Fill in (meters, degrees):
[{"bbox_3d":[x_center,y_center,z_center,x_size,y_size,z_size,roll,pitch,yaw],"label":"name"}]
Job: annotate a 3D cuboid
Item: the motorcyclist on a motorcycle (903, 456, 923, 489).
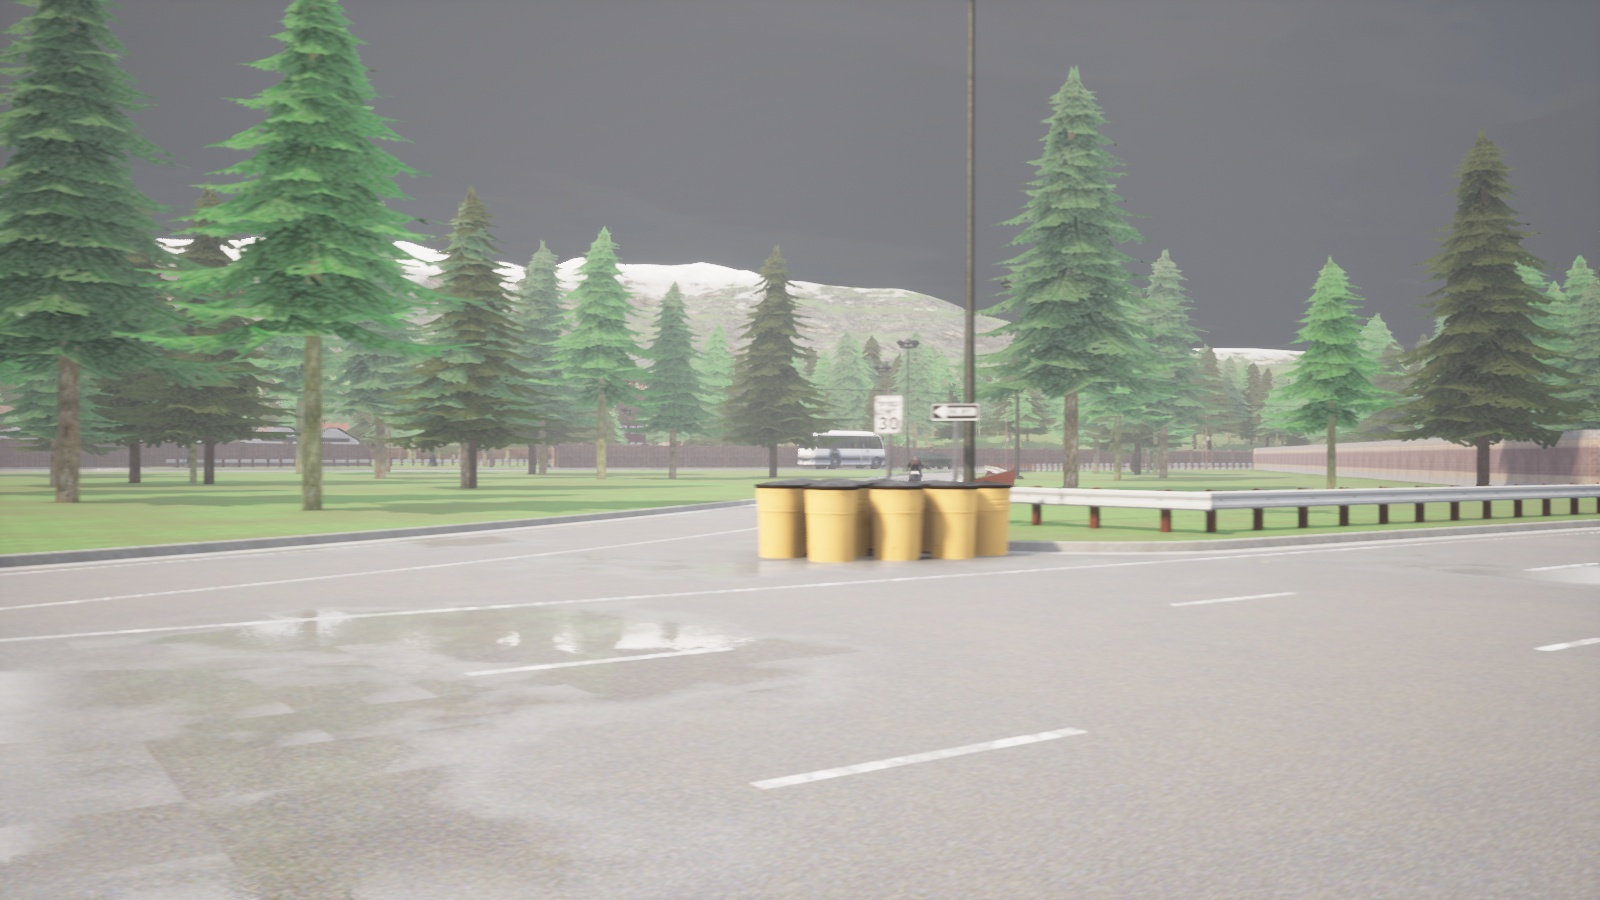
[{"bbox_3d":[5.339,1.045,59.116,0.866,1.530,2.191,0,0,7],"label":"motorcyclist on a motorcycle"}]
